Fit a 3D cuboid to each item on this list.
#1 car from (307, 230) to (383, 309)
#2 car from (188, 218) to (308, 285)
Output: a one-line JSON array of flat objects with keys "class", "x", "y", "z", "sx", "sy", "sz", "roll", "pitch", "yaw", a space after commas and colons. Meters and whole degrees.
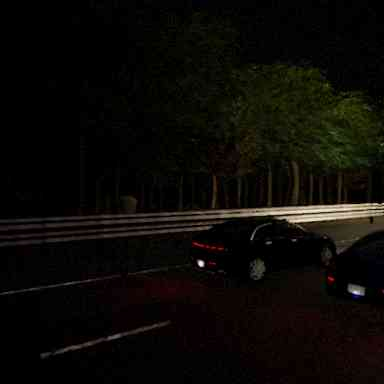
[{"class": "car", "x": 4.724, "y": 1.525, "z": 7.093, "sx": 4.674, "sy": 1.442, "sz": 1.812, "roll": 0, "pitch": 0, "yaw": -35}, {"class": "car", "x": 2.188, "y": 1.505, "z": 9.584, "sx": 4.892, "sy": 1.490, "sz": 1.837, "roll": 0, "pitch": 0, "yaw": -35}]
